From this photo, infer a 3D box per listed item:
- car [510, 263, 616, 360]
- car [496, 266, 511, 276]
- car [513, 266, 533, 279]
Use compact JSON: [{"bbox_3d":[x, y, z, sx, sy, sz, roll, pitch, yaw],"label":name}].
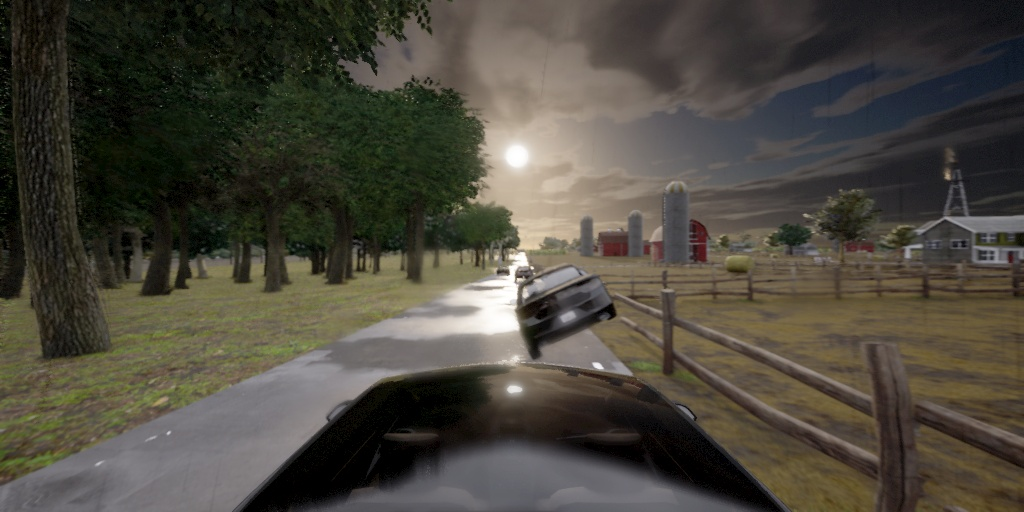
[{"bbox_3d":[1.009,1.044,8.688,1.882,1.535,5.008,-25,-4,1],"label":"car"},{"bbox_3d":[-1.184,2.079,50.125,1.895,1.301,4.718,0,-1,2],"label":"car"},{"bbox_3d":[1.174,1.726,35.260,1.837,1.490,4.892,0,-1,2],"label":"car"}]
